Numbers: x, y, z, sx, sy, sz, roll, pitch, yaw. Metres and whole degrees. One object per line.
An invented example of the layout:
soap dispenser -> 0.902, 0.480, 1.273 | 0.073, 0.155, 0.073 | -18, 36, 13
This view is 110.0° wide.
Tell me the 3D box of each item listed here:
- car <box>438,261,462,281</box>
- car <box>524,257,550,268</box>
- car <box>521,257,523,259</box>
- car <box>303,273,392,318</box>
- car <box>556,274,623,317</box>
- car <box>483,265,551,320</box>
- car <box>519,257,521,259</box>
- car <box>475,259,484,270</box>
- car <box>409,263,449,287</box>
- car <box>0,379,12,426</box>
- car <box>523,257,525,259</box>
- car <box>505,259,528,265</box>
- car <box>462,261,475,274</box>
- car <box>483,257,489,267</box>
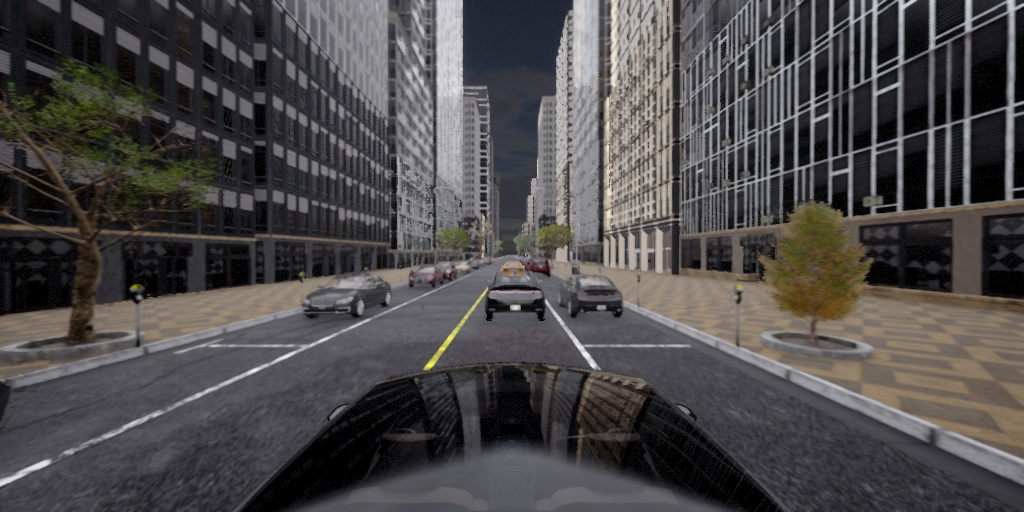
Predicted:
car -> -5.691, 1.216, 29.980 | 1.967, 1.591, 4.097 | 0, 0, 0
car -> 2.690, 1.095, 35.663 | 2.192, 1.841, 5.009 | 0, 0, 0
car -> 2.691, 1.235, 52.714 | 1.967, 1.591, 4.097 | 0, 0, 0
car -> -5.691, 1.311, 12.929 | 2.007, 1.370, 4.403 | 0, 0, 0
car -> 2.690, 1.311, 12.928 | 2.007, 1.370, 4.403 | 0, 0, 0
car -> 0.099, 1.252, 12.599 | 2.128, 1.511, 4.902 | 0, 0, 0
car -> 2.691, 1.243, 64.082 | 1.967, 1.591, 4.097 | 0, 0, 0
car -> -5.690, 1.361, 52.715 | 1.948, 1.339, 4.313 | 0, 0, 0
car -> -5.691, 1.353, 24.296 | 1.802, 1.307, 4.207 | 0, 0, 0
car -> -5.692, 1.301, 1.562 | 2.007, 1.370, 4.403 | 0, 0, 0
car -> 2.690, 1.100, 41.348 | 2.192, 1.841, 5.009 | 0, 0, 0
car -> 0.103, 1.254, 30.645 | 1.882, 1.535, 5.008 | 0, 0, 0
car -> -5.690, 1.311, 41.177 | 1.751, 1.417, 4.829 | 0, 0, 0
car -> -5.690, 1.354, 64.082 | 2.007, 1.370, 4.403 | 0, 0, 0
